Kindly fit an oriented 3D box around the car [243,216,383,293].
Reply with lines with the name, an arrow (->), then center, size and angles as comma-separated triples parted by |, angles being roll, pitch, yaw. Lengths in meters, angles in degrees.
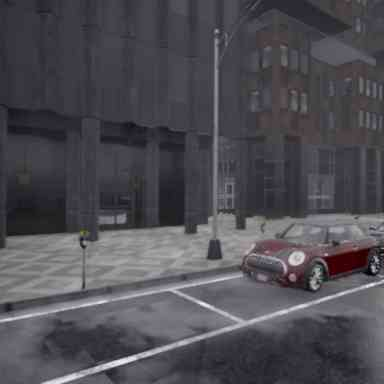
car -> 3.284, 1.504, 8.990 | 4.097, 1.590, 1.967 | 1, 0, -36
